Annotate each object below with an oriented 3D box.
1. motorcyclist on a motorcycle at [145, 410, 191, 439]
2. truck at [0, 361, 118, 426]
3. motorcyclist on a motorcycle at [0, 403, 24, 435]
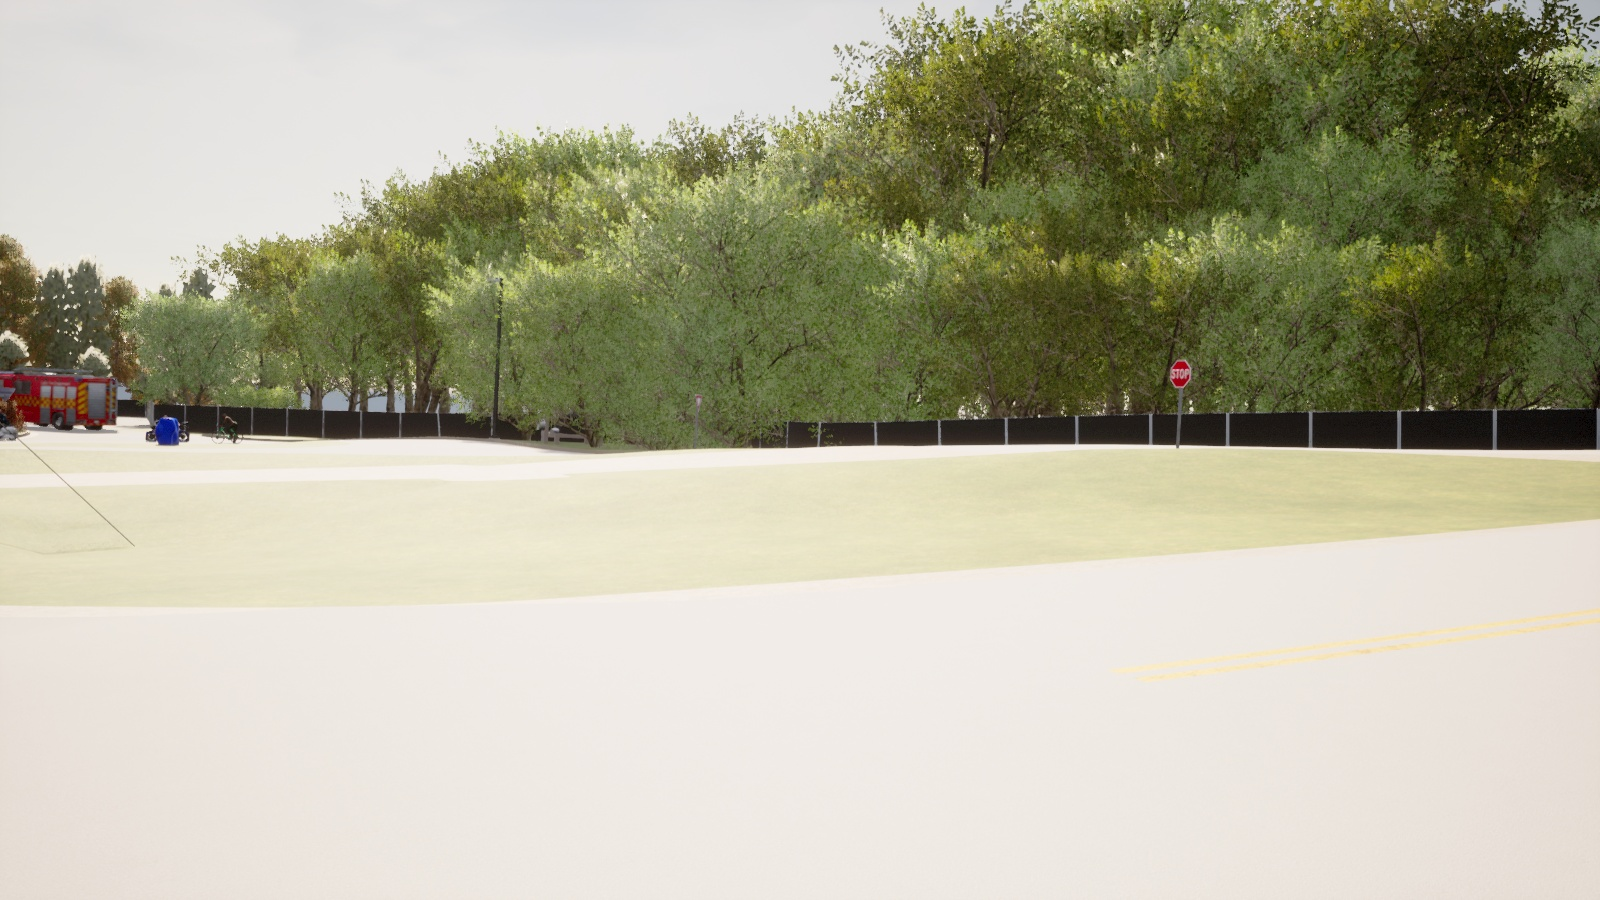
[{"bbox_3d":[-35.288,-1.427,70.136,2.191,1.530,0.866,1,2,-24],"label":"motorcyclist on a motorcycle"},{"bbox_3d":[-47.984,-3.648,80.391,8.468,3.827,2.891,4,2,23],"label":"truck"},{"bbox_3d":[-40.964,-1.588,64.334,0.866,1.590,1.817,3,1,31],"label":"motorcyclist on a motorcycle"}]
